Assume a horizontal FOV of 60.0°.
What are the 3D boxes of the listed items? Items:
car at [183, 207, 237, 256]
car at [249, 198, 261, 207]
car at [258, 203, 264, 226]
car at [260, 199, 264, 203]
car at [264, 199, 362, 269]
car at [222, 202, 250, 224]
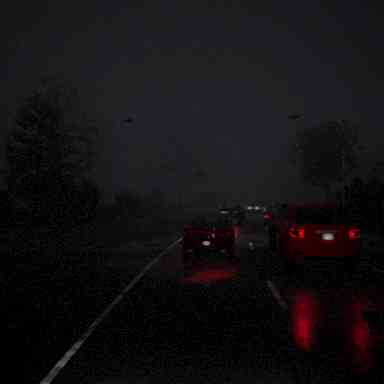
[{"bbox_3d":[0.827,1.623,13.889,1.882,1.535,5.008,0,0,8],"label":"car"},{"bbox_3d":[12.788,2.047,66.813,2.097,1.767,4.553,0,-1,31],"label":"car"},{"bbox_3d":[6.490,1.826,25.956,2.033,1.411,5.357,0,-1,14],"label":"car"},{"bbox_3d":[15.524,2.186,64.619,1.837,1.490,4.892,-1,-1,33],"label":"car"},{"bbox_3d":[4.079,1.353,11.905,2.150,2.045,5.566,0,0,7],"label":"car"},{"bbox_3d":[3.339,1.784,27.688,2.128,1.511,4.902,0,0,15],"label":"car"}]
